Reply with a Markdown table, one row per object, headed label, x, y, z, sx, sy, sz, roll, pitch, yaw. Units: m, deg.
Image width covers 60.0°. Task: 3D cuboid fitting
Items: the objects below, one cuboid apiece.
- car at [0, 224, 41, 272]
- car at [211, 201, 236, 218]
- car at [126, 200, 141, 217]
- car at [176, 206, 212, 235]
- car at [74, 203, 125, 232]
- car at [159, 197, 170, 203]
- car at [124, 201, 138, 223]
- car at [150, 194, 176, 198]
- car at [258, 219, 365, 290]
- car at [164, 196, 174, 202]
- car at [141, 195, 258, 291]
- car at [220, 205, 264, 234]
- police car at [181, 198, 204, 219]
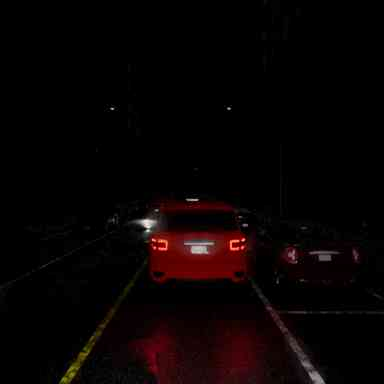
| label | x | y | z | sx | sy | sz | roll | pitch | yaw |
| --- | --- | --- | --- | --- | --- | --- | --- | --- | --- |
| car | -5.661 | 1.582 | 9.097 | 1.802 | 1.307 | 4.206 | 0 | 0 | 0 |
| car | 2.888 | 1.569 | 31.093 | 1.947 | 1.339 | 4.313 | 0 | 0 | 0 |
| car | -5.637 | 1.443 | 31.103 | 1.967 | 1.590 | 4.097 | 0 | 0 | 0 |
| car | 0.121 | 1.602 | 19.944 | 1.895 | 1.301 | 4.718 | 0 | 0 | 0 |
| car | -5.649 | 1.567 | 20.100 | 1.947 | 1.339 | 4.313 | 0 | 0 | 0 |
| car | -5.561 | 1.625 | 68.206 | 1.802 | 1.307 | 4.206 | 0 | 0 | 0 |
| car | -5.644 | 1.584 | 25.601 | 1.802 | 1.307 | 4.206 | 0 | 0 | 0 |
| car | -2.981 | 1.230 | 30.700 | 2.150 | 2.045 | 5.566 | 0 | 0 | 0 |
| car | 2.864 | 1.440 | 9.088 | 1.967 | 1.590 | 4.097 | 0 | 0 | 0 |
| car | -5.529 | 1.615 | 79.022 | 2.008 | 1.369 | 4.403 | 0 | 0 | 0 |
| car | 0.114 | 1.221 | 9.174 | 2.150 | 2.045 | 5.566 | 0 | 0 | 0 |
| car | 2.876 | 1.551 | 20.090 | 2.008 | 1.369 | 4.403 | 0 | 0 | 0 |
| police car | 0.033 | 1.428 | 30.207 | 1.930 | 1.638 | 5.238 | 0 | 0 | 0 |
